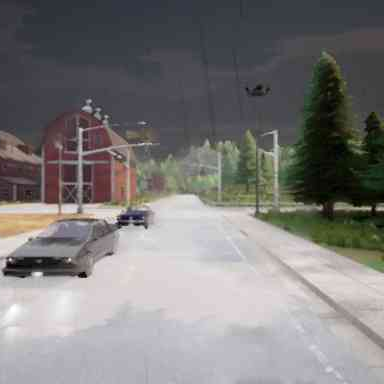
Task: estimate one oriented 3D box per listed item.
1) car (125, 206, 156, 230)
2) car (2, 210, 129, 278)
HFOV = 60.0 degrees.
[{"bbox_3d":[-3.508,1.578,21.381,1.895,1.301,4.718,0,0,0],"label":"car"},{"bbox_3d":[-3.597,1.534,10.406,2.033,1.411,5.357,0,0,0],"label":"car"}]
